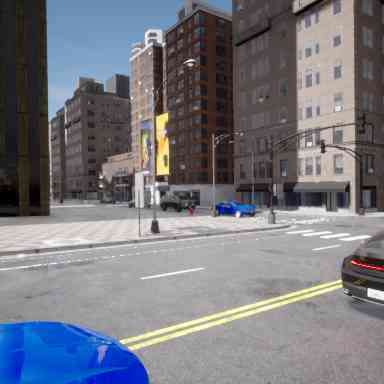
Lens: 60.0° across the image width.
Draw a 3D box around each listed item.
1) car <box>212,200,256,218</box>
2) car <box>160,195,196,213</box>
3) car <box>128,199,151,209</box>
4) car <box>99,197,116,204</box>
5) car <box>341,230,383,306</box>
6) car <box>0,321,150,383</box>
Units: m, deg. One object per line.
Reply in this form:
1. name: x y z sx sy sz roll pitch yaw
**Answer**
1. car: 3.982 1.577 31.974 1.882 1.535 5.008 -1 0 -34
2. car: -1.804 1.354 40.186 2.150 2.045 5.566 -1 1 -35
3. car: -7.753 1.695 48.665 1.812 1.442 4.674 -1 0 -35
4. car: -17.180 1.742 67.590 2.033 1.411 5.357 -1 0 -35
5. car: 5.123 1.504 7.097 4.892 1.490 1.837 0 0 -36
6. car: -2.568 1.478 1.609 5.008 1.535 1.882 0 0 -35
